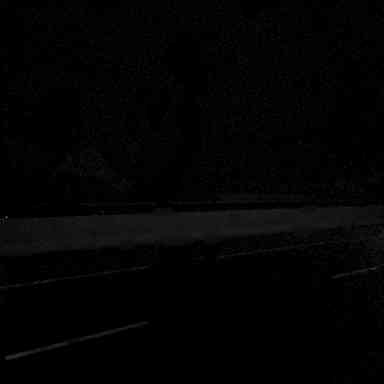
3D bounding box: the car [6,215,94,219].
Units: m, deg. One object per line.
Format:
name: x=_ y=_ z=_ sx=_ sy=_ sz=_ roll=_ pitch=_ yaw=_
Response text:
car: x=-8.214 y=1.239 z=19.506 sx=4.892 sy=1.490 sz=1.837 roll=0 pitch=1 yaw=-34
